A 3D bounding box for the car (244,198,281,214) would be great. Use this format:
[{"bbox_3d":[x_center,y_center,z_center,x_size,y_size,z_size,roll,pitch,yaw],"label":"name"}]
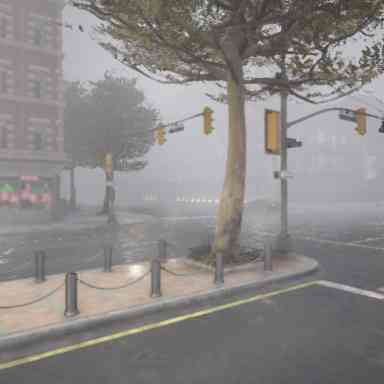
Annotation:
[{"bbox_3d":[6.972,1.406,33.488,1.837,1.490,4.892,0,0,-33],"label":"car"}]
